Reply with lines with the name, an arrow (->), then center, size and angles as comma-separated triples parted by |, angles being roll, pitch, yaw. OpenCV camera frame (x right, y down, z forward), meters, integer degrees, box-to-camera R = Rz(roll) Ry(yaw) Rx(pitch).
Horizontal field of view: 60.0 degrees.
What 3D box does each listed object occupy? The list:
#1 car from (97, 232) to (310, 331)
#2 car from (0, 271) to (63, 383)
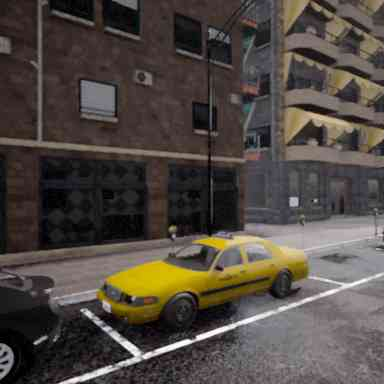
car -> 0.510, 1.560, 6.982 | 4.829, 1.417, 1.752 | -1, 0, -37
car -> -3.815, 1.648, 3.754 | 4.403, 1.369, 2.008 | -1, 0, -37
